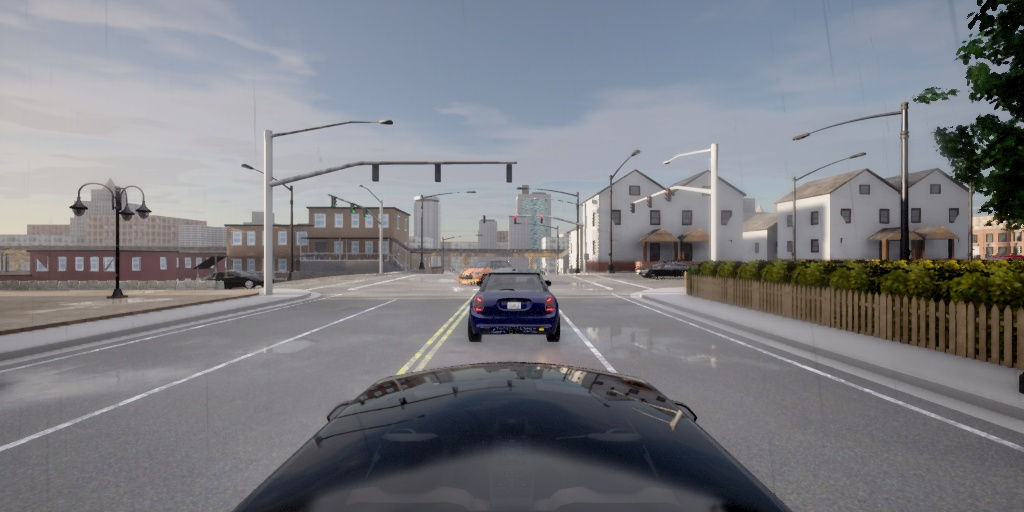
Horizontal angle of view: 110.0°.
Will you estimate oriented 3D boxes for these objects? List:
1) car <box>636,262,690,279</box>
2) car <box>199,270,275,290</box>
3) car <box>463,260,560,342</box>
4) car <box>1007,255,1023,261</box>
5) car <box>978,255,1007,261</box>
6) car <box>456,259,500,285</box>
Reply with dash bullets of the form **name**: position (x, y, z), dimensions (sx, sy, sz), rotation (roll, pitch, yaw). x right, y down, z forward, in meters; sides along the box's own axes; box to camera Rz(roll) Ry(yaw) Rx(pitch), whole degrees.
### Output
- **car**: position (13.333, 1.242, 31.023), dimensions (4.902, 1.511, 2.128), rotation (0, 0, -1)
- **car**: position (-20.506, 1.789, 26.777), dimensions (4.892, 1.490, 1.837), rotation (-5, 0, -1)
- **car**: position (0.056, 1.102, 9.967), dimensions (2.097, 1.767, 4.553), rotation (0, 0, 0)
- **car**: position (42.786, 0.972, 27.795), dimensions (5.566, 2.045, 2.150), rotation (0, 0, -1)
- **car**: position (43.141, 0.971, 31.469), dimensions (5.566, 2.045, 2.150), rotation (0, 0, 0)
- **car**: position (-1.717, 1.068, 24.730), dimensions (2.097, 1.767, 4.553), rotation (1, 1, 35)
